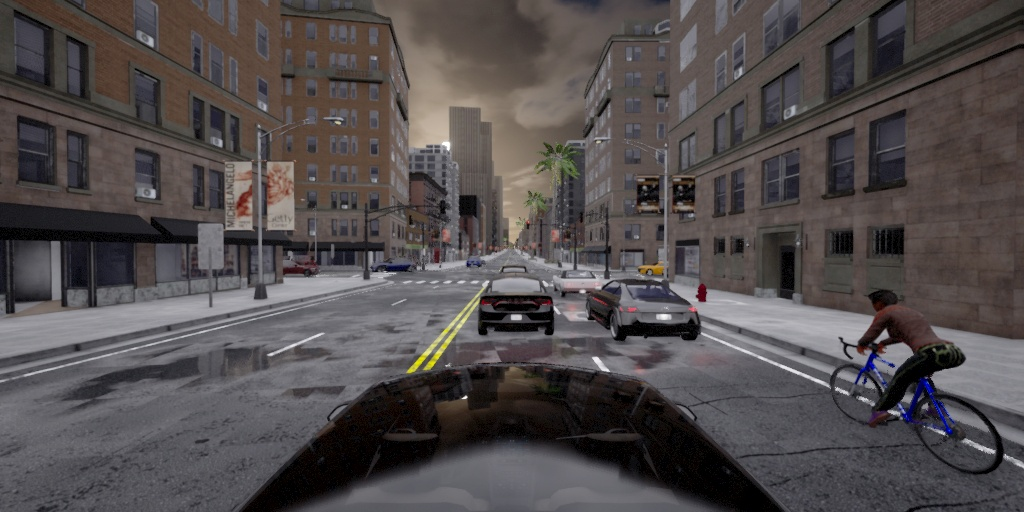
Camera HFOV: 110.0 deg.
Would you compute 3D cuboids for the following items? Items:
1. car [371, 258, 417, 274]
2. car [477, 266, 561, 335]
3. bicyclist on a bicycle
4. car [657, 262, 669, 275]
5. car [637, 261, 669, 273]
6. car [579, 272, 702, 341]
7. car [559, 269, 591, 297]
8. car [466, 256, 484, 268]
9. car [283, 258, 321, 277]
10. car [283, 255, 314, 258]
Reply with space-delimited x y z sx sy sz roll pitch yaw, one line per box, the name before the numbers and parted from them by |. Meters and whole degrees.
car | -12.697 0.975 38.494 4.553 1.767 2.097 0 1 -30
car | 0.103 1.224 10.504 1.882 1.535 5.008 0 0 0
bicyclist on a bicycle | 4.146 1.202 3.846 0.582 1.620 1.656 0 0 0
car | 16.223 1.505 33.301 4.313 1.339 1.948 0 0 0
car | 16.341 1.331 39.244 5.008 1.535 1.882 0 1 0
car | 3.342 1.311 9.900 1.994 1.385 4.181 0 0 0
car | 3.258 1.344 18.714 1.895 1.301 4.718 0 0 0
car | -6.547 0.949 61.405 2.150 2.045 5.566 0 0 0
car | -20.438 1.140 33.489 4.674 1.442 1.812 0 1 -9
car | -23.877 0.827 38.813 5.009 1.841 2.192 0 0 -9
